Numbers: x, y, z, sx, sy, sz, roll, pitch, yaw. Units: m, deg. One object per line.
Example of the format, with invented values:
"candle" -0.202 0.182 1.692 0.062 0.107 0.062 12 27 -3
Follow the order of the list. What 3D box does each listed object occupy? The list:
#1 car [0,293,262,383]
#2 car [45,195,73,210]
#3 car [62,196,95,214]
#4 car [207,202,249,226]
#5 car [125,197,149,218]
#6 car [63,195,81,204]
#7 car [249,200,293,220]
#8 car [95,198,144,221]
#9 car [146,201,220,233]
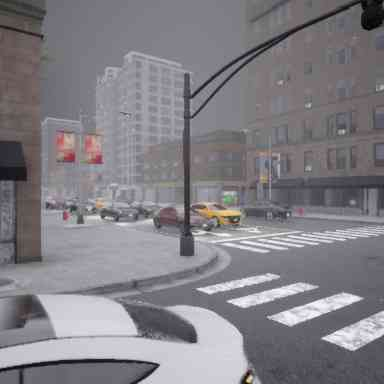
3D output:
"car" -1.607 1.526 2.033 4.674 1.442 1.812 0 0 -33
"car" -17.429 1.288 42.874 2.097 1.767 4.553 0 0 -35
"car" -11.433 1.443 34.509 2.128 1.511 4.902 0 0 -36
"car" 1.244 1.451 22.488 1.882 1.535 5.008 0 0 -35
"car" -4.199 1.485 30.051 1.812 1.442 4.674 0 0 -36
"car" -21.711 1.407 60.187 1.837 1.490 4.892 0 0 -36
"car" 5.941 1.467 27.428 1.837 1.490 4.892 0 0 -36
"car" -5.988 1.491 26.975 1.812 1.442 4.674 0 0 -36
"car" -0.667 1.505 19.601 1.812 1.442 4.674 0 0 -35
